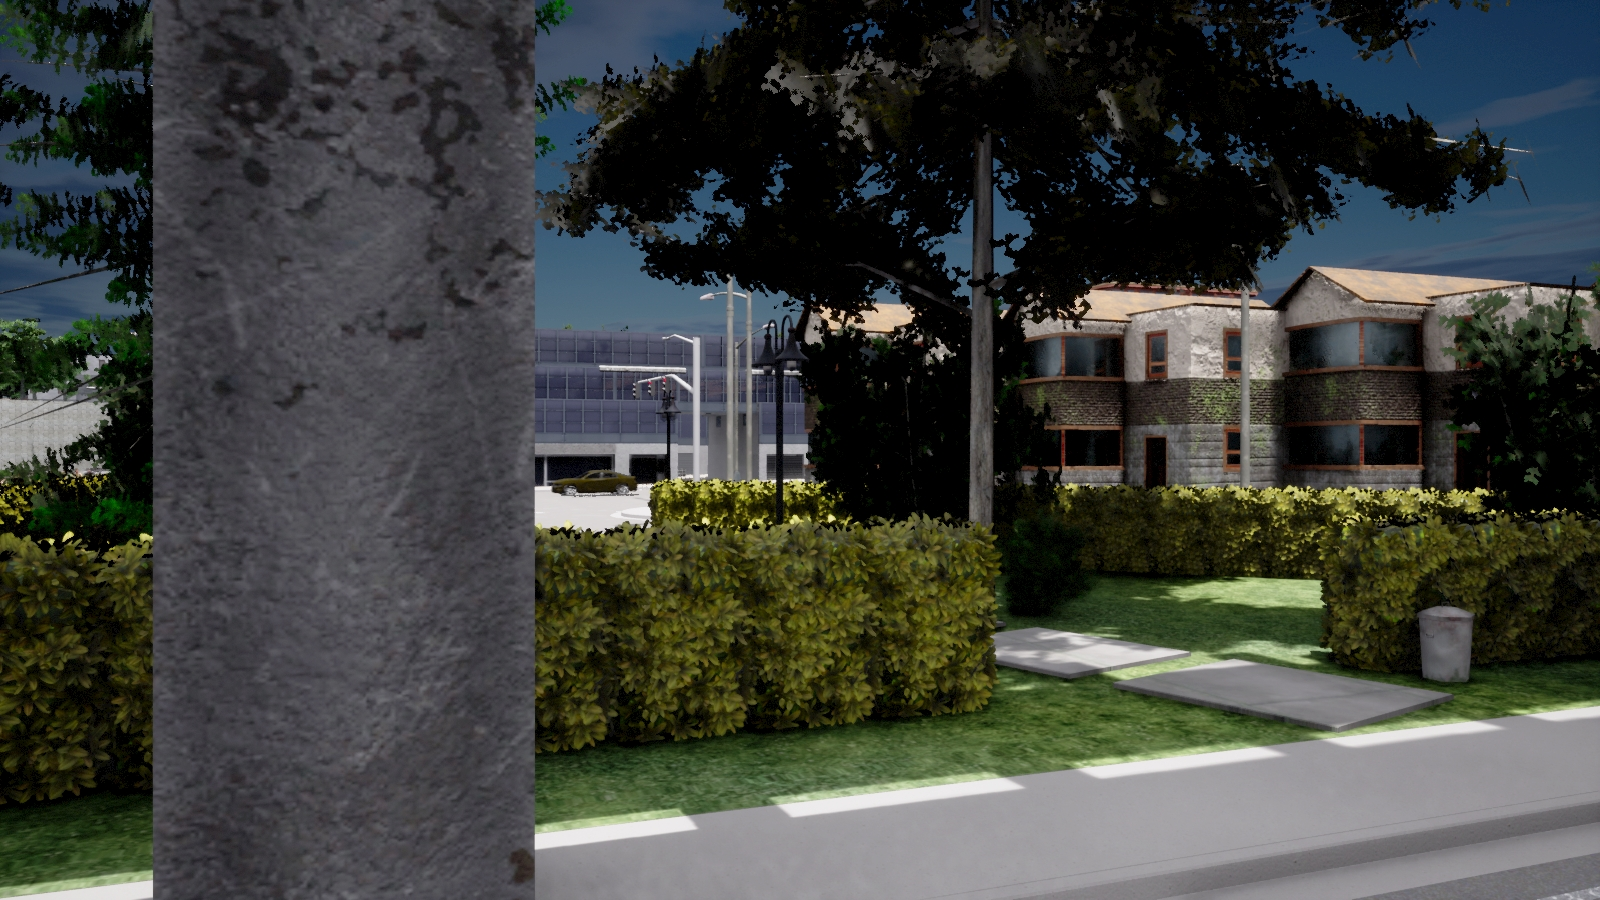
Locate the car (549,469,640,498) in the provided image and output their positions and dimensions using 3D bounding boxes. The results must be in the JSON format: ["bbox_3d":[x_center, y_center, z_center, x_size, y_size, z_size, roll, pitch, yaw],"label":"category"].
[{"bbox_3d":[-12.146,1.956,67.568,5.006,1.535,2.097,0,0,-22],"label":"car"}]
